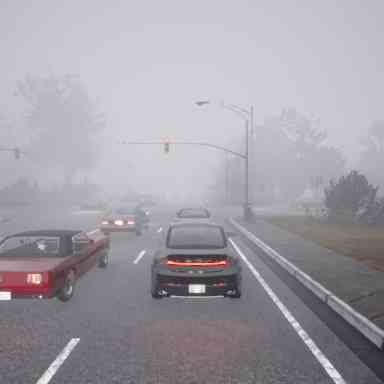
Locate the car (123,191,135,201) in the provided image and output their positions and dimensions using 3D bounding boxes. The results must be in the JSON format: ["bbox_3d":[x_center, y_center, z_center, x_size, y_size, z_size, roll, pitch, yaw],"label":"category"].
[{"bbox_3d":[-10.697,0.771,58.701,2.150,2.045,5.566,0,1,0],"label":"car"}]

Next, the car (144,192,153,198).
[{"bbox_3d":[-11.256,0.800,86.201,1.895,1.301,4.718,0,1,-3],"label":"car"}]

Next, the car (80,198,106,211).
[{"bbox_3d":[-10.670,1.304,36.262,1.994,1.385,4.181,0,0,0],"label":"car"}]

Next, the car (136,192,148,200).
[{"bbox_3d":[-10.717,0.894,71.583,1.882,1.535,5.008,0,1,-1],"label":"car"}]

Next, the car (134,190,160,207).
[{"bbox_3d":[-5.977,1.030,43.731,2.097,1.767,4.553,0,1,-15],"label":"car"}]

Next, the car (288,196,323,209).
[{"bbox_3d":[13.659,1.214,38.436,4.902,1.511,2.128,0,0,-3],"label":"car"}]

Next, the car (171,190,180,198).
[{"bbox_3d":[-4.159,0.756,84.771,2.128,1.511,4.902,0,1,-4],"label":"car"}]

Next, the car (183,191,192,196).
[{"bbox_3d":[-1.441,0.456,95.186,2.033,1.411,5.357,0,1,-7],"label":"car"}]

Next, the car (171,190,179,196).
[{"bbox_3d":[-4.921,0.275,94.818,2.097,1.767,4.553,0,1,-7],"label":"car"}]

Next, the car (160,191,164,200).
[{"bbox_3d":[-7.189,1.038,65.090,2.033,1.411,5.357,0,1,0],"label":"car"}]

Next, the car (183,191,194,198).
[{"bbox_3d":[-0.687,0.775,85.309,1.994,1.385,4.181,0,1,-4],"label":"car"}]

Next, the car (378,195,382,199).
[{"bbox_3d":[20.105,1.242,35.105,4.902,1.511,2.128,0,0,-3],"label":"car"}]

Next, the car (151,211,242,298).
[{"bbox_3d":[0.086,1.472,8.390,1.837,1.490,4.892,0,0,0],"label":"car"}]

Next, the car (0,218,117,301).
[{"bbox_3d":[-3.415,1.570,8.209,1.895,1.301,4.718,0,0,0],"label":"car"}]

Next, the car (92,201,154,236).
[{"bbox_3d":[-3.449,1.441,17.798,2.033,1.411,5.357,0,0,-1],"label":"car"}]

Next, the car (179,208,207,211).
[{"bbox_3d":[0.076,1.495,17.703,1.895,1.301,4.718,0,0,0],"label":"car"}]

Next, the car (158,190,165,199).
[{"bbox_3d":[-7.316,0.585,76.063,2.150,2.045,5.566,0,1,-1],"label":"car"}]
